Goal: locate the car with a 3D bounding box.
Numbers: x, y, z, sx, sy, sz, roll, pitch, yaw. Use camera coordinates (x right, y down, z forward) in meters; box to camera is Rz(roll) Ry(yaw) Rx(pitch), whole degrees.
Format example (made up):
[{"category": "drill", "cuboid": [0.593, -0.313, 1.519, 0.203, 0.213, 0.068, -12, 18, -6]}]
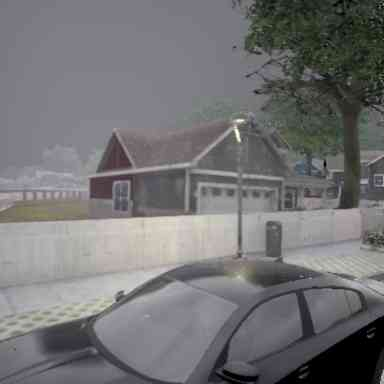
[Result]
[{"category": "car", "cuboid": [0.310, 1.493, 3.280, 5.008, 1.535, 1.882, 1, 0, -35]}]
